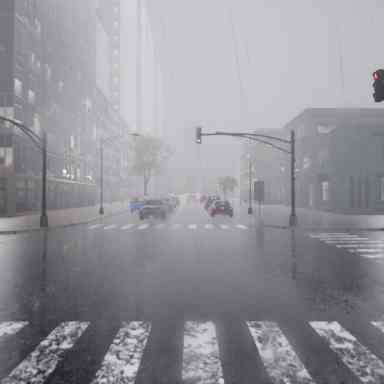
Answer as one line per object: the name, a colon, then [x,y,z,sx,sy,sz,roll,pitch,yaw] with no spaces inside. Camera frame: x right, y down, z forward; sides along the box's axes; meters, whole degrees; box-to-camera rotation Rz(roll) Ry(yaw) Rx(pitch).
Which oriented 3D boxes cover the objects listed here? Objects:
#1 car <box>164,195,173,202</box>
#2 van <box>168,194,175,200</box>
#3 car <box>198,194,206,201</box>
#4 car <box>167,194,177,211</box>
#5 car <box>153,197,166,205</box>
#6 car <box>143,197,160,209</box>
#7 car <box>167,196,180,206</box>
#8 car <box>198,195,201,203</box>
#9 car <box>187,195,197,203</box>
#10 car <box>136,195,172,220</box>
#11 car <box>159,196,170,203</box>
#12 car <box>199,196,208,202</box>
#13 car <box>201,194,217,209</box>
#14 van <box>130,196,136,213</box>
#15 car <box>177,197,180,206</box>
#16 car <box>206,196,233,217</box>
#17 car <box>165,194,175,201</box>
car: [-5.776,1.585,81.988,2.008,1.369,4.403,1,0,0]
van: [-5.786,1.379,93.336,1.690,1.788,3.998,1,0,0]
car: [2.598,1.476,87.711,1.967,1.590,4.097,1,0,0]
car: [-3.142,1.369,36.998,2.097,1.767,4.553,0,0,0]
car: [-5.749,1.608,59.292,1.802,1.307,4.206,1,0,0]
car: [-5.734,1.547,47.774,1.752,1.417,4.829,1,0,0]
car: [-3.130,1.502,56.989,1.882,1.535,5.008,0,0,1]
car: [2.628,1.343,65.015,2.192,1.841,5.009,1,0,0]
car: [0.016,1.381,69.548,2.097,1.767,4.553,0,0,0]
car: [-3.134,1.366,28.085,2.097,1.767,4.553,0,0,0]
car: [-5.763,1.596,70.640,1.947,1.339,4.313,1,0,0]
car: [2.610,1.598,76.363,1.947,1.339,4.313,1,0,0]
car: [2.656,1.334,42.319,2.192,1.841,5.009,1,0,0]
van: [-5.717,1.358,36.596,1.690,1.788,3.998,1,0,0]
car: [-3.147,1.512,46.884,2.128,1.511,4.902,0,0,0]
car: [2.667,1.455,30.971,1.967,1.590,4.097,1,0,0]
car: [-5.779,1.351,87.662,2.192,1.841,5.009,1,0,0]
